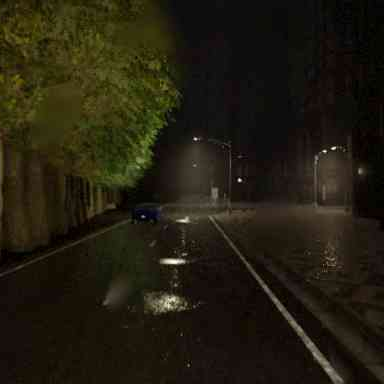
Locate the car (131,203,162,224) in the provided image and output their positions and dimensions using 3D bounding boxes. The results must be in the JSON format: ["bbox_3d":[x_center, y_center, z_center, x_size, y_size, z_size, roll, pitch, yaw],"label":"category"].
[{"bbox_3d":[-3.396,1.596,25.663,1.882,1.535,5.008,0,0,0],"label":"car"}]
